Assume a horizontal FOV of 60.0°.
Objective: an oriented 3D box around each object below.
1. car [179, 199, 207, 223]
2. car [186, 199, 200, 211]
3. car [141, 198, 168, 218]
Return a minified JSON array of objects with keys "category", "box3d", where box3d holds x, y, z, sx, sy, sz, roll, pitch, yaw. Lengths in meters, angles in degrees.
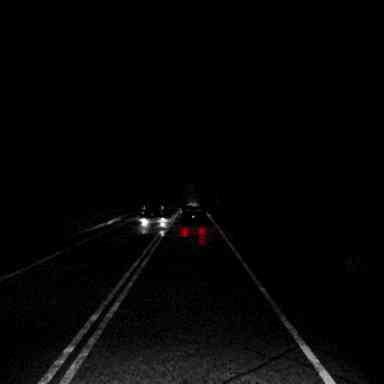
[{"category":"car","box3d":[0.099,1.476,24.976,2.128,1.511,4.902,0,0,0]},{"category":"car","box3d":[0.135,1.595,43.007,1.812,1.442,4.674,0,0,0]},{"category":"car","box3d":[-3.344,1.350,30.219,2.097,1.767,4.553,0,0,0]}]
